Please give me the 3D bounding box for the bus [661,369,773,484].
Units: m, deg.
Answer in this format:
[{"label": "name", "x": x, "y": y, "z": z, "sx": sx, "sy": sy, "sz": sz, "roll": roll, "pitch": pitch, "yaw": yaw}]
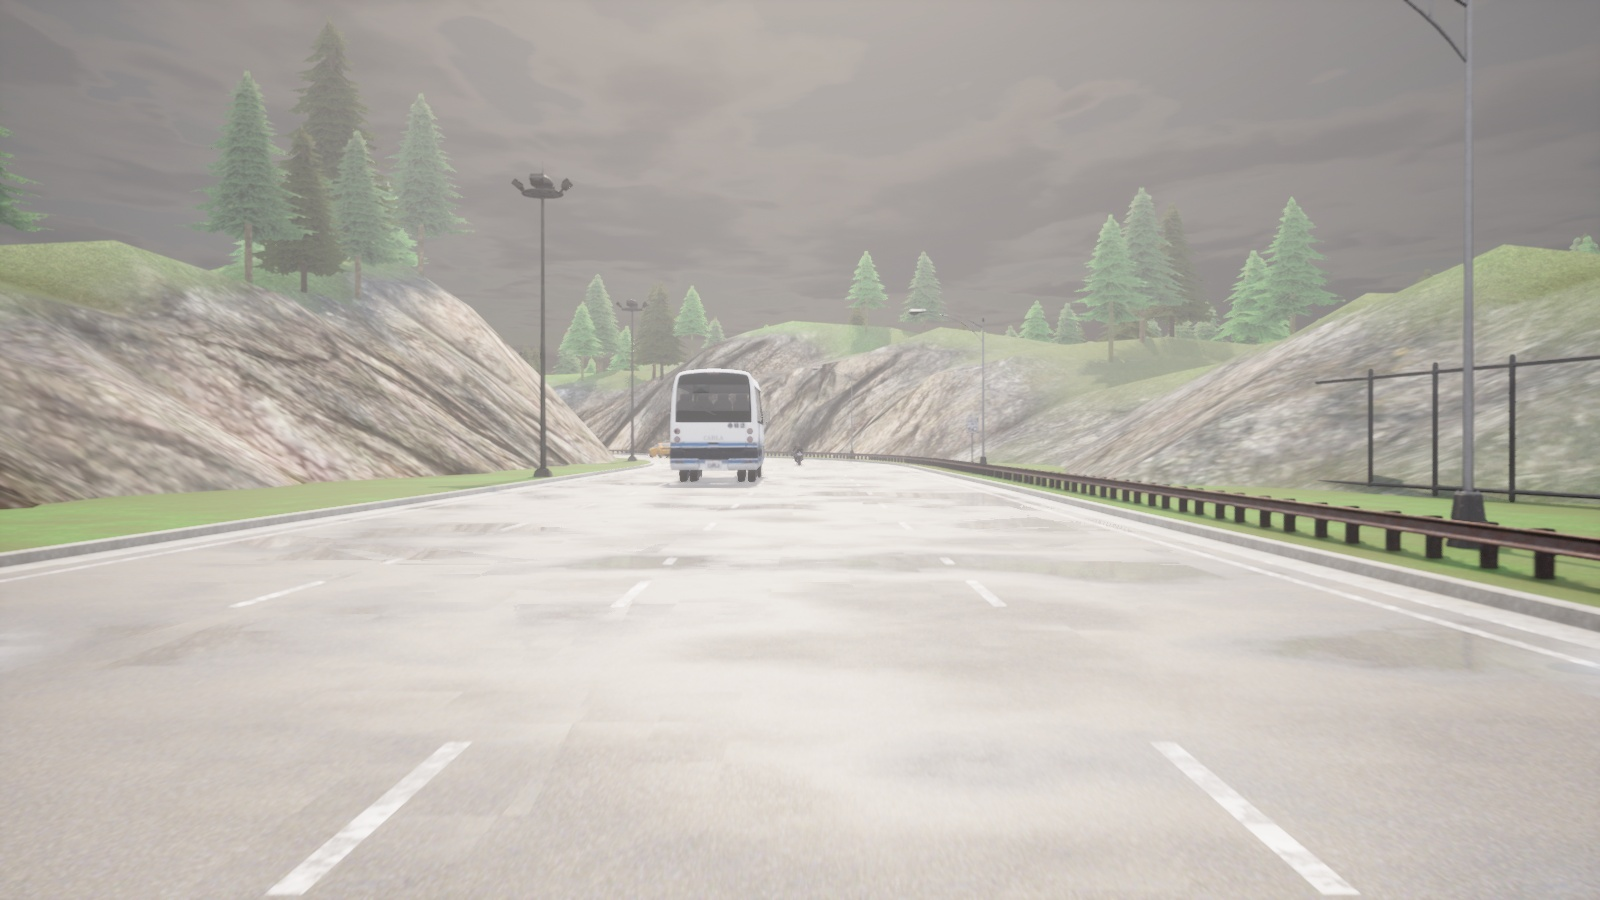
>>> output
[{"label": "bus", "x": -3.175, "y": -0.923, "z": 51.575, "sx": 3.944, "sy": 4.253, "sz": 10.273, "roll": 0, "pitch": 1, "yaw": 0}]
